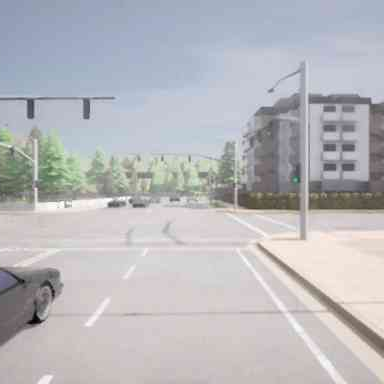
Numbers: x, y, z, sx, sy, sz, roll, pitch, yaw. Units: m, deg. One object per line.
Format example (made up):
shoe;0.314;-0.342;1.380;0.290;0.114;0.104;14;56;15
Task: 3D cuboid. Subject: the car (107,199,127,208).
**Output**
car;-10.555;1.578;46.895;1.895;1.301;4.718;0;0;0

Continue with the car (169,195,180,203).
car;-3.475;1.304;68.278;2.097;1.767;4.553;0;0;0

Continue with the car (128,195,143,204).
car;-10.503;1.448;61.858;1.882;1.535;5.008;0;0;1

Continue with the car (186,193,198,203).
car;0.025;1.130;68.351;2.150;2.045;5.566;0;0;0

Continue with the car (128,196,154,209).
car;-7.058;1.525;46.445;2.033;1.411;5.357;0;0;0

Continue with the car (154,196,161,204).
car;-6.982;1.460;63.834;2.128;1.511;4.902;0;0;0

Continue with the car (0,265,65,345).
car;-3.444;1.546;4.087;2.033;1.411;5.357;0;0;1
